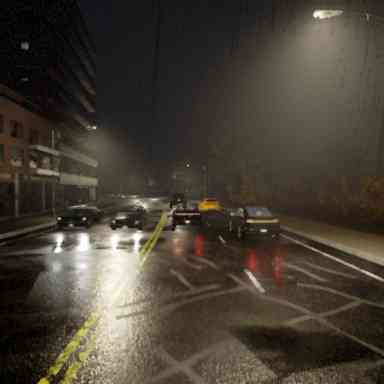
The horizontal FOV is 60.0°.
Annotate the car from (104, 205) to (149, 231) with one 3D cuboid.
[{"bbox_3d":[-3.783,1.556,20.957,2.033,1.411,5.357,0,0,-2],"label":"car"}]

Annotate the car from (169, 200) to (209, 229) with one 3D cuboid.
[{"bbox_3d":[-0.344,1.485,21.306,2.128,1.511,4.902,0,0,-2],"label":"car"}]

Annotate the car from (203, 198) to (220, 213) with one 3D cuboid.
[{"bbox_3d":[1.962,1.446,37.222,1.882,1.535,5.008,0,0,-4],"label":"car"}]

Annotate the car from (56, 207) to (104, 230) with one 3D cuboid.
[{"bbox_3d":[-7.058,1.622,21.445,1.895,1.301,4.718,0,0,-2],"label":"car"}]

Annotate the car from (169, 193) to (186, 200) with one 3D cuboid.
[{"bbox_3d":[-1.961,1.196,45.774,2.150,2.045,5.566,0,0,-5],"label":"car"}]

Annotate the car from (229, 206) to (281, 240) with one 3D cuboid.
[{"bbox_3d":[3.053,1.476,16.908,2.128,1.511,4.902,0,0,-2],"label":"car"}]
